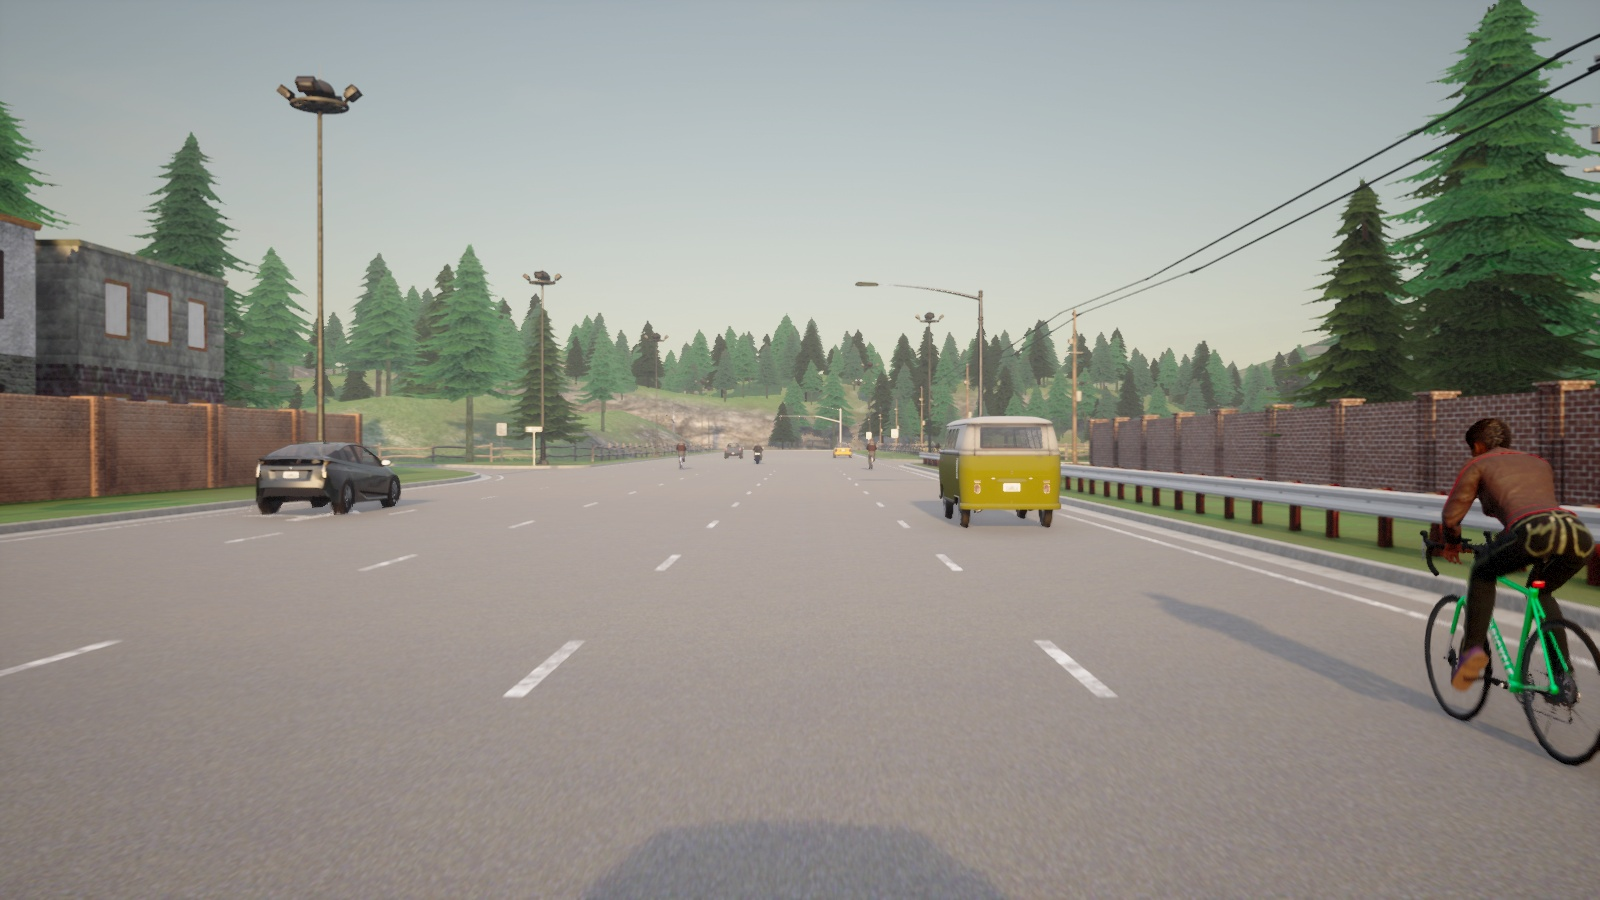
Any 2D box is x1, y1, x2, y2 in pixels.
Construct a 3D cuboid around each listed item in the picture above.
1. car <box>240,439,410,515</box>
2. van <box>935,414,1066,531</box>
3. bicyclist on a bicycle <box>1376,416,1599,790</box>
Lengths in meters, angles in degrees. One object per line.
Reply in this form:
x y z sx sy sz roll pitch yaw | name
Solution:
-10.326 0.529 27.710 2.007 1.525 4.514 0 0 0 | car
3.649 0.369 23.604 1.775 1.987 4.442 0 0 0 | van
3.543 0.667 6.278 0.582 1.620 1.656 0 0 0 | bicyclist on a bicycle
